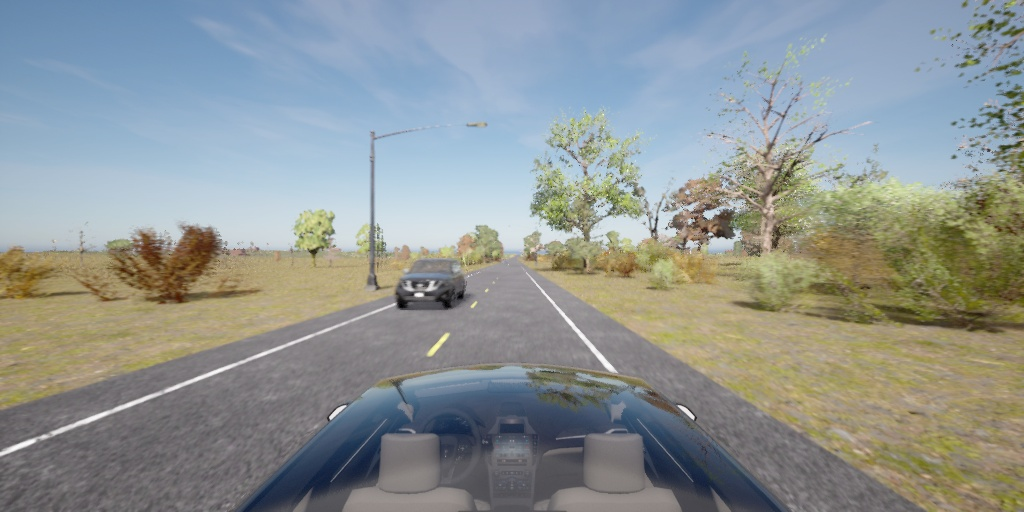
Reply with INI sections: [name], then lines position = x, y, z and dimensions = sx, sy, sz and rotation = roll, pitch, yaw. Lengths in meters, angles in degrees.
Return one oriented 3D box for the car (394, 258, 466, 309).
[car]
position = -3.405, 1.100, 16.018
dimensions = 2.150, 2.045, 5.566
rotation = 0, -1, 0
